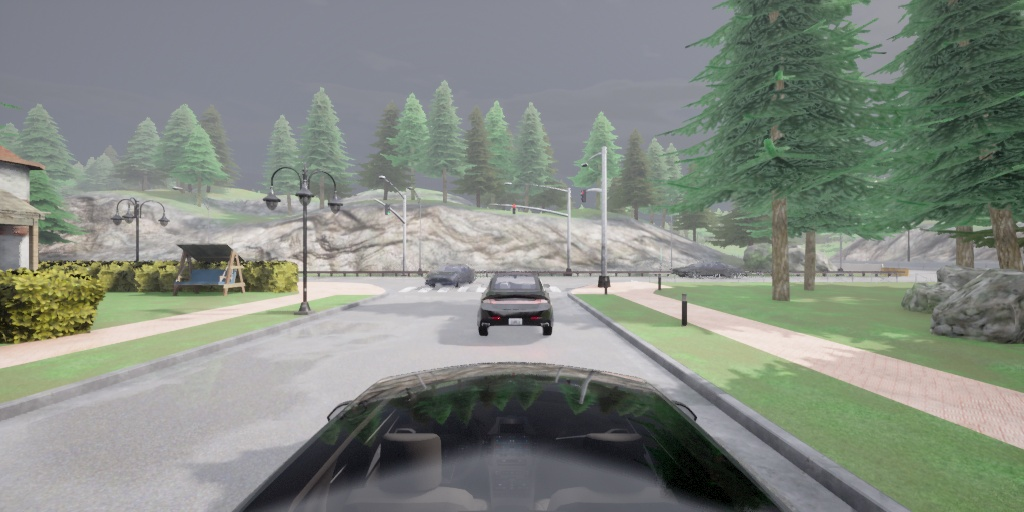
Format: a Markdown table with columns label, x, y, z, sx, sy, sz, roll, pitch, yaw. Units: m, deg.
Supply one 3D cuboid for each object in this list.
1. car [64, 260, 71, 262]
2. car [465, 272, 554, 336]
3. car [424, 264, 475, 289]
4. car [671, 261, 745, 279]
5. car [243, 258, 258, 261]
| label | x | y | z | sx | sy | sz | roll | pitch | yaw |
| --- | --- | --- | --- | --- | --- | --- | --- | --- | --- |
| car | -31.479 | 1.065 | 25.922 | 5.008 | 1.535 | 1.882 | 0 | 0 | 0 |
| car | 0.098 | 1.242 | 10.383 | 2.128 | 1.511 | 4.902 | 0 | 0 | 1 |
| car | -3.771 | 1.213 | 22.981 | 2.033 | 1.411 | 5.357 | 0 | 0 | 10 |
| car | 16.059 | 1.135 | 29.507 | 5.357 | 1.411 | 2.033 | 0 | 0 | 0 |
| car | -19.143 | 0.940 | 25.895 | 4.553 | 1.767 | 2.097 | 0 | 0 | 0 |
